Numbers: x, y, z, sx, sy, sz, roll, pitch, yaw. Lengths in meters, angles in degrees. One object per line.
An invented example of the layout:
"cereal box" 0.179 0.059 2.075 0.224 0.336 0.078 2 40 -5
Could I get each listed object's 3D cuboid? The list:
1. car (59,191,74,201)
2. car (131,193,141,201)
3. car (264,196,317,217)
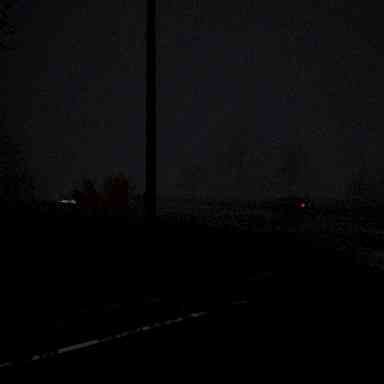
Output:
"car" -23.278 0.659 62.197 2.097 1.767 4.553 -1 1 -34
"car" -8.776 0.918 53.828 1.837 1.490 4.892 -1 1 -35
"car" 8.534 1.113 29.294 2.097 1.767 4.553 -1 1 -35
